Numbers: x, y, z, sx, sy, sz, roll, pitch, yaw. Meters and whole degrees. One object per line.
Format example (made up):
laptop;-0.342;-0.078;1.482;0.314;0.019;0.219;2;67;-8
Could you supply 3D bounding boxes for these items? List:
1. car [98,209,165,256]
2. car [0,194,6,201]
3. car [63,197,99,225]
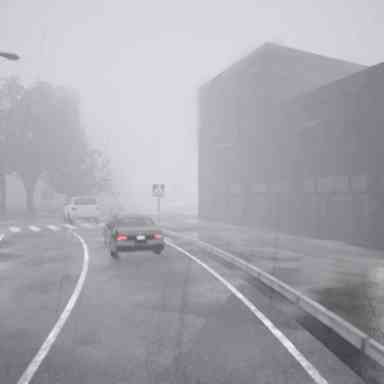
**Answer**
car;-2.464;1.558;13.256;2.033;1.411;5.357;0;0;-18
car;-47.907;1.431;80.873;2.097;1.535;5.008;4;2;26
car;-8.850;1.428;26.443;2.150;2.045;5.566;0;-1;-27
